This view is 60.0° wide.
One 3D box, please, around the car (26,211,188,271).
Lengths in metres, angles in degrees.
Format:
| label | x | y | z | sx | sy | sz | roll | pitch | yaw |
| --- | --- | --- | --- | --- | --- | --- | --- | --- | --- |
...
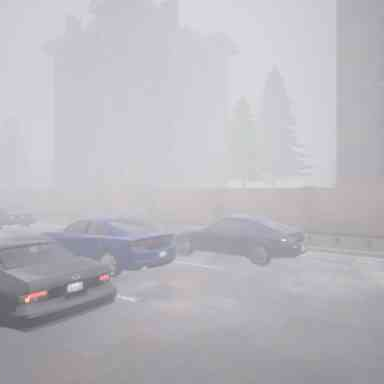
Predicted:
| label | x | y | z | sx | sy | sz | roll | pitch | yaw |
| --- | --- | --- | --- | --- | --- | --- | --- | --- | --- |
| car | -2.781 | 1.464 | 10.234 | 5.008 | 1.535 | 1.882 | 0 | 0 | 36 |

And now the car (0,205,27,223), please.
| label | x | y | z | sx | sy | sz | roll | pitch | yaw |
| --- | --- | --- | --- | --- | --- | --- | --- | --- | --- |
| car | -12.024 | 1.510 | 21.117 | 5.357 | 1.411 | 2.033 | 0 | 0 | 36 |

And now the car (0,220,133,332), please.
| label | x | y | z | sx | sy | sz | roll | pitch | yaw |
| --- | --- | --- | --- | --- | --- | --- | --- | --- | --- |
| car | -3.874 | 1.536 | 6.709 | 5.357 | 1.411 | 2.033 | 0 | 0 | 36 |

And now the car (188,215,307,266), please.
| label | x | y | z | sx | sy | sz | roll | pitch | yaw |
| --- | --- | --- | --- | --- | --- | --- | --- | --- | --- |
| car | 1.503 | 1.517 | 11.457 | 4.674 | 1.442 | 1.812 | 0 | 0 | 36 |
